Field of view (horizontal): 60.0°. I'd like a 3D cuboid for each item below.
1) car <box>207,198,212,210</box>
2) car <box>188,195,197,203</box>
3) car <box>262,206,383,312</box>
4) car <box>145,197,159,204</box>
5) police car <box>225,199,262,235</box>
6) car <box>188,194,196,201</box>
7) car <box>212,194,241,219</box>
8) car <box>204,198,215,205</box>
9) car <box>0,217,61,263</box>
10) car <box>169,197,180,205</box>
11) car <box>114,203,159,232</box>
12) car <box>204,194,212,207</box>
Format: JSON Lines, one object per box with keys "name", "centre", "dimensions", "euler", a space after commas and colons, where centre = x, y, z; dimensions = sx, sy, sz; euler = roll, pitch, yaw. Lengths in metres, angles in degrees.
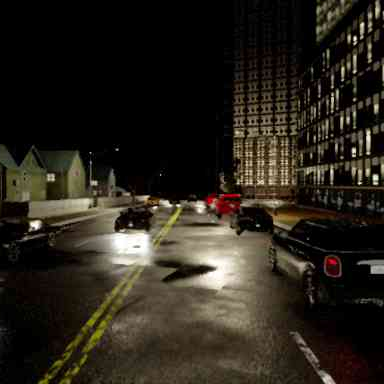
{"name": "car", "centre": [3.284, 1.693, 40.978], "dimensions": [1.895, 1.301, 4.718], "euler": [0, 0, 0]}
{"name": "car", "centre": [0.059, 1.691, 72.065], "dimensions": [1.994, 1.385, 4.181], "euler": [0, 0, 0]}
{"name": "car", "centre": [3.256, 1.366, 7.907], "dimensions": [2.097, 1.767, 4.553], "euler": [0, 0, 0]}
{"name": "car", "centre": [-6.512, 1.612, 54.590], "dimensions": [1.882, 1.535, 5.008], "euler": [0, 0, 0]}
{"name": "police car", "centre": [3.265, 1.460, 19.050], "dimensions": [1.930, 1.638, 5.238], "euler": [0, 0, 0]}
{"name": "car", "centre": [0.075, 1.471, 90.883], "dimensions": [2.097, 1.767, 4.553], "euler": [0, 0, 0]}
{"name": "car", "centre": [3.274, 1.282, 29.975], "dimensions": [2.150, 2.045, 5.566], "euler": [0, 0, 0]}
{"name": "car", "centre": [3.302, 1.764, 62.986], "dimensions": [1.895, 1.301, 4.718], "euler": [0, 0, 0]}
{"name": "car", "centre": [-6.590, 1.622, 12.181], "dimensions": [1.895, 1.301, 4.718], "euler": [0, 0, 0]}
{"name": "car", "centre": [-3.227, 1.684, 61.933], "dimensions": [1.812, 1.442, 4.674], "euler": [0, 0, 1]}
{"name": "car", "centre": [-3.332, 1.601, 20.033], "dimensions": [1.994, 1.385, 4.181], "euler": [0, 0, 0]}
{"name": "car", "centre": [3.292, 1.347, 51.983], "dimensions": [2.150, 2.045, 5.566], "euler": [0, 0, 0]}
